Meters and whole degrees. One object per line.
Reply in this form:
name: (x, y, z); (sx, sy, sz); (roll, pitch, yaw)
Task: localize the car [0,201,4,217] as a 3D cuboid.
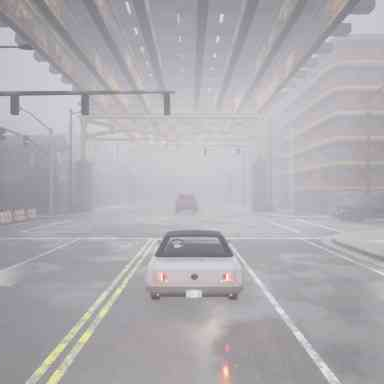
car: (-16.912, 1.295, 25.029); (4.536, 1.218, 1.853); (0, 0, -20)

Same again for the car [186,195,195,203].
car: (-0.277, 1.440, 67.439); (1.837, 1.490, 4.892); (0, 0, 0)

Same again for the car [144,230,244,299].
car: (0.046, 1.601, 8.390); (1.895, 1.301, 4.718); (0, 0, 0)

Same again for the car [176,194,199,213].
car: (-0.463, 1.222, 36.542); (2.150, 2.045, 5.566); (0, 0, 5)

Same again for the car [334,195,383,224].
car: (13.517, 1.220, 24.619); (5.566, 2.045, 2.150); (0, 0, 0)

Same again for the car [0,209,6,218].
car: (-16.863, 1.453, 25.047); (4.974, 1.542, 2.038); (0, 0, -20)
